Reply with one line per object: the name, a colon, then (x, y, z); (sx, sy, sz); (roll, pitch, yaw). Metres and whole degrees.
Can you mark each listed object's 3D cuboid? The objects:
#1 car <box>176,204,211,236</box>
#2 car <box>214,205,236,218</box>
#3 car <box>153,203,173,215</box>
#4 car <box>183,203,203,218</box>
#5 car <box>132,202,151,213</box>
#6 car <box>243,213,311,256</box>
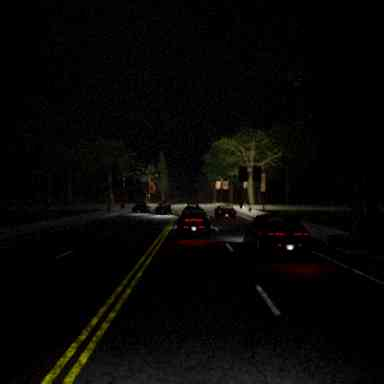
car: (0.103, 1.720, 20.009); (1.837, 1.490, 4.892); (0, -1, 0)
car: (3.355, 1.974, 34.374); (1.895, 1.301, 4.718); (0, -1, 0)
car: (-3.329, 1.993, 39.165); (1.994, 1.385, 4.181); (0, -1, 0)
car: (0.105, 1.957, 36.086); (1.994, 1.385, 4.181); (0, -1, 0)
car: (-6.557, 2.034, 43.647); (2.033, 1.411, 5.357); (0, -1, 0)
car: (3.352, 1.654, 13.769); (1.837, 1.490, 4.892); (0, -1, 0)
